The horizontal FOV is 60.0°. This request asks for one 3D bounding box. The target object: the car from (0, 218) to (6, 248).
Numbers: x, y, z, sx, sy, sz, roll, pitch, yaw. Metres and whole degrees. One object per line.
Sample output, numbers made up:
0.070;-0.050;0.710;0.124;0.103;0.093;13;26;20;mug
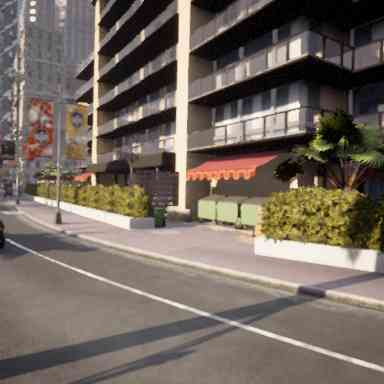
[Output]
-8.253;1.181;12.163;1.837;1.490;4.892;0;1;-42;car
